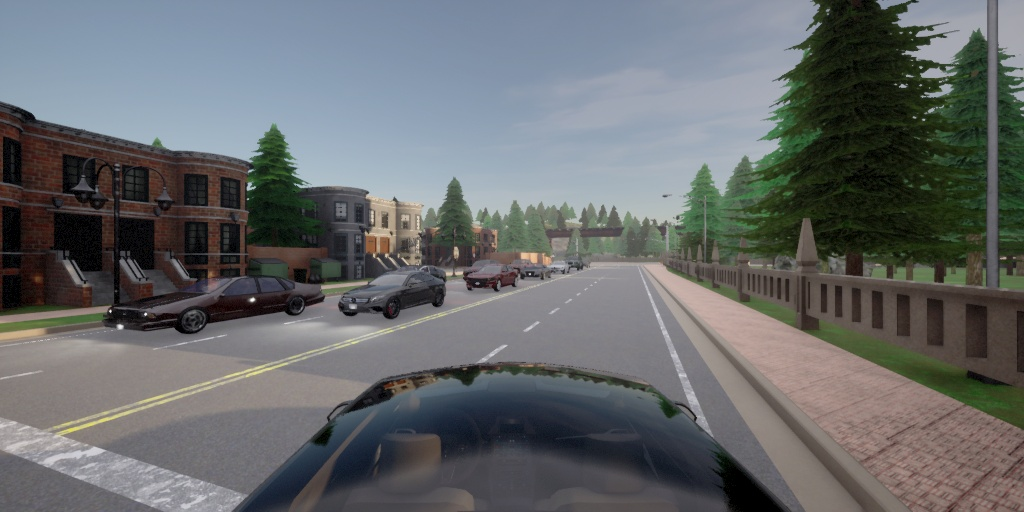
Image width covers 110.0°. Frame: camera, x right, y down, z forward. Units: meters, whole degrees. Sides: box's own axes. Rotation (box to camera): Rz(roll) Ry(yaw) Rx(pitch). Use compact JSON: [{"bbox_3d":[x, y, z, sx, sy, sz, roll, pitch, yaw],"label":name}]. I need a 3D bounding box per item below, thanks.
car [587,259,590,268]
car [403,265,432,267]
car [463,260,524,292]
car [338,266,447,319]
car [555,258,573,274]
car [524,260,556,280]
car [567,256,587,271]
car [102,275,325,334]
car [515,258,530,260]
[{"bbox_3d":[12.215,1.255,61.012,1.837,1.490,4.892,0,0,19],"label":"car"},{"bbox_3d":[-5.430,1.242,20.028,2.128,1.511,4.902,0,0,18],"label":"car"},{"bbox_3d":[-1.081,1.228,21.932,1.882,1.535,5.008,0,0,19],"label":"car"},{"bbox_3d":[-4.081,1.276,13.099,1.812,1.442,4.674,0,0,19],"label":"car"},{"bbox_3d":[5.382,1.276,40.966,1.812,1.442,4.674,0,0,19],"label":"car"},{"bbox_3d":[2.147,1.314,31.414,1.994,1.385,4.181,0,0,20],"label":"car"},{"bbox_3d":[8.742,0.972,50.841,2.150,2.045,5.566,0,0,19],"label":"car"},{"bbox_3d":[-8.475,1.297,11.052,2.033,1.411,5.357,0,0,19],"label":"car"},{"bbox_3d":[0.949,1.102,38.802,2.097,1.767,4.553,0,0,19],"label":"car"}]
